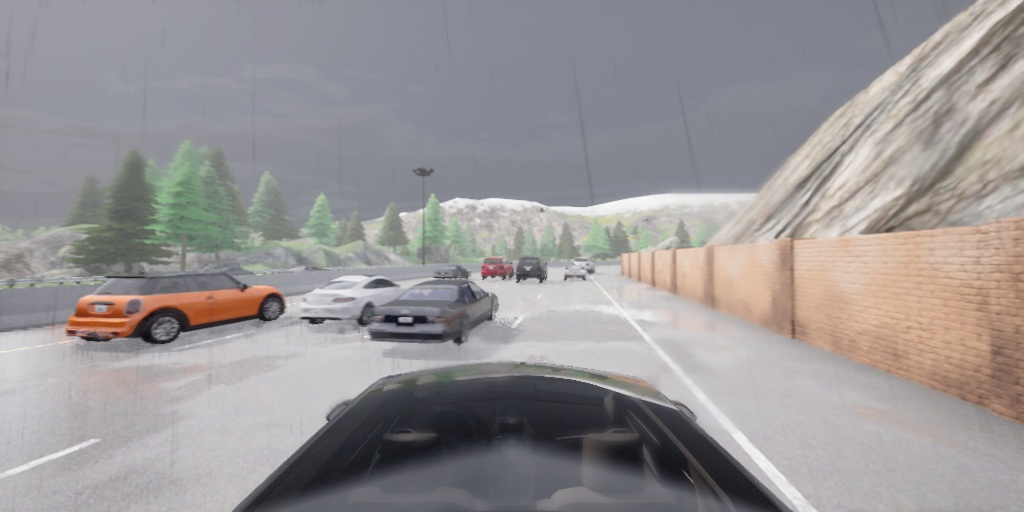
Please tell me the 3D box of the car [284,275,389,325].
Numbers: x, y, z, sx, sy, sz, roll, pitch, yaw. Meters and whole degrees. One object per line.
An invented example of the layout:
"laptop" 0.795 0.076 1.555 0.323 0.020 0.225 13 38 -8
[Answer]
"car" -4.905 1.359 12.002 1.812 1.442 4.674 0 0 10

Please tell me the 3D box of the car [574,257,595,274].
"car" 9.005 1.174 44.661 2.150 2.045 5.566 0 0 20

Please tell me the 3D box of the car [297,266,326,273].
"car" -16.539 1.510 28.227 1.812 1.442 4.674 0 0 10

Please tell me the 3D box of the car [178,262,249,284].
"car" -26.496 1.408 32.078 2.097 1.767 4.553 0 0 10

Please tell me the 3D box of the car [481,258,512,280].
"car" -1.284 1.160 33.256 2.150 2.045 5.566 0 0 10

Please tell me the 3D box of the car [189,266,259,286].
"car" -23.422 1.589 29.380 1.994 1.385 4.181 0 0 10

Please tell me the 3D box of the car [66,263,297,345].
"car" -8.783 1.195 10.072 2.097 1.767 4.553 0 0 10

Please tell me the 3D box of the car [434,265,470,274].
"car" -5.155 1.494 31.412 2.033 1.411 5.357 0 0 10

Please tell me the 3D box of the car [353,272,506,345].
"car" -1.736 1.352 9.757 2.033 1.411 5.357 0 0 10

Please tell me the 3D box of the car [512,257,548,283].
"car" 1.711 1.127 30.063 2.150 2.045 5.566 0 0 10

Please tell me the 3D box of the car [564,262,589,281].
"car" 5.718 1.499 32.596 1.895 1.301 4.718 0 0 10
